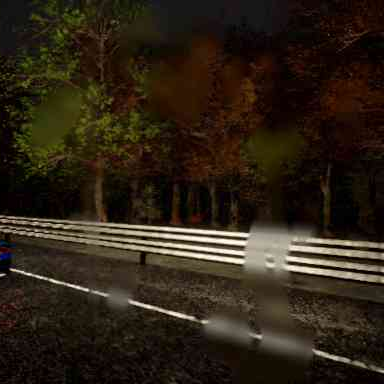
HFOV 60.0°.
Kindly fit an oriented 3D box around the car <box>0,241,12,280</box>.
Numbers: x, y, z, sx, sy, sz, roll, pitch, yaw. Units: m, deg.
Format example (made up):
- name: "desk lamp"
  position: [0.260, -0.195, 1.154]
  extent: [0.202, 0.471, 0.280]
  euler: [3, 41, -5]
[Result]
- name: "car"
  position: [-7.057, 1.671, 9.466]
  extent: [5.008, 1.535, 1.882]
  euler: [-1, -2, 37]
